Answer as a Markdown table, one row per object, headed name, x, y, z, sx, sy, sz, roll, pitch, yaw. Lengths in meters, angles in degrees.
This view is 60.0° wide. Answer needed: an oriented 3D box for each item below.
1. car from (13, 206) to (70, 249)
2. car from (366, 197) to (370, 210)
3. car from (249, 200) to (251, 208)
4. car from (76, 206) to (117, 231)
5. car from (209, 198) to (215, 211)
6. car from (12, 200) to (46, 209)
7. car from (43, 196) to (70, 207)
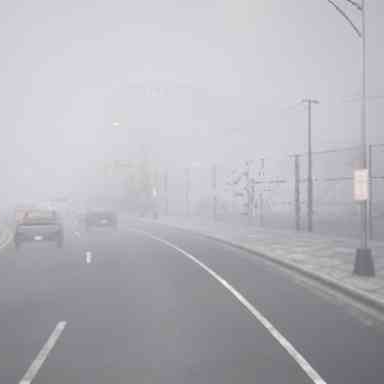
| name | x | y | z | sx | sy | sz | roll | pitch | yaw |
| --- | --- | --- | --- | --- | --- | --- | --- | --- | --- |
| car | -6.904 | 1.604 | 15.258 | 2.128 | 1.511 | 4.902 | 0 | 0 | -22 |
| car | 21.090 | 1.595 | 35.049 | 2.002 | 1.452 | 4.674 | 0 | 0 | -32 |
| car | 8.917 | 1.685 | 47.232 | 1.816 | 1.474 | 4.193 | 0 | 0 | -32 |
| car | -6.399 | 1.632 | 21.937 | 1.882 | 1.535 | 5.008 | 0 | 0 | -28 |
| car | 2.505 | 1.522 | 43.155 | 2.185 | 1.767 | 4.553 | 0 | 0 | -32 |
| car | -13.734 | 1.684 | 27.653 | 1.882 | 1.535 | 5.008 | 0 | 0 | -31 |
| car | -14.765 | 1.484 | 36.041 | 2.150 | 2.045 | 5.566 | 0 | 0 | -32 |
